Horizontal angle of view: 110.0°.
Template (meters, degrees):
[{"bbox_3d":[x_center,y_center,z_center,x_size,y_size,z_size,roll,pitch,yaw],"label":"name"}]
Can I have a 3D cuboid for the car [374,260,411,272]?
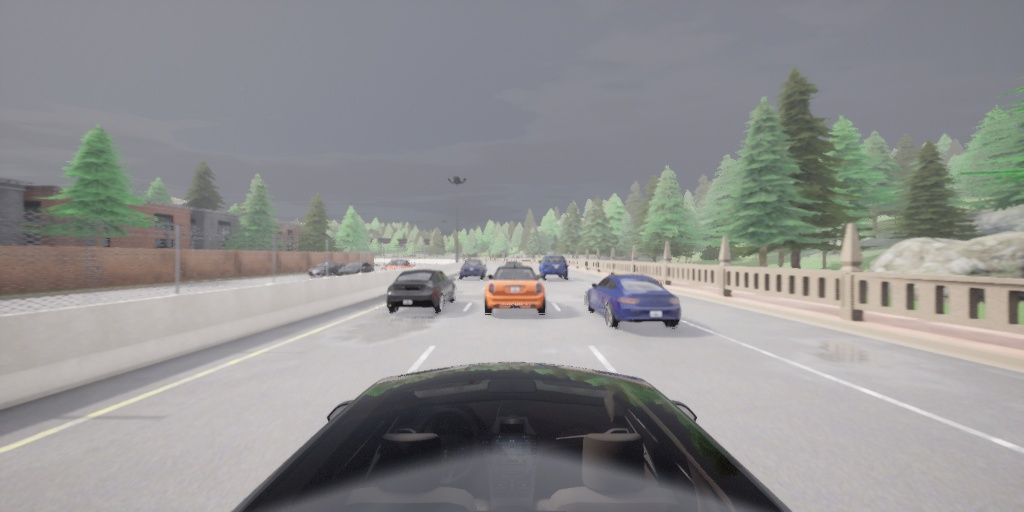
[{"bbox_3d":[-10.591,1.127,33.117,2.097,1.767,4.553,0,0,0],"label":"car"}]

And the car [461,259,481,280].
[{"bbox_3d":[-3.396,1.126,32.244,2.097,1.767,4.553,0,0,0],"label":"car"}]

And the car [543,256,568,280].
[{"bbox_3d":[3.605,0.995,31.713,2.150,2.045,5.566,0,0,0],"label":"car"}]

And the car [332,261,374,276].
[{"bbox_3d":[-14.092,1.279,32.712,1.837,1.490,4.892,0,0,0],"label":"car"}]

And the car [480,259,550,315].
[{"bbox_3d":[0.101,1.112,13.835,2.097,1.767,4.553,0,0,0],"label":"car"}]

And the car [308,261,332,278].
[{"bbox_3d":[-17.587,1.268,34.524,2.128,1.511,4.902,0,0,0],"label":"car"}]

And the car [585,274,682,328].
[{"bbox_3d":[3.588,1.283,11.241,1.812,1.442,4.674,0,0,0],"label":"car"}]

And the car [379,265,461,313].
[{"bbox_3d":[-3.398,1.265,14.108,1.837,1.490,4.892,0,0,0],"label":"car"}]
